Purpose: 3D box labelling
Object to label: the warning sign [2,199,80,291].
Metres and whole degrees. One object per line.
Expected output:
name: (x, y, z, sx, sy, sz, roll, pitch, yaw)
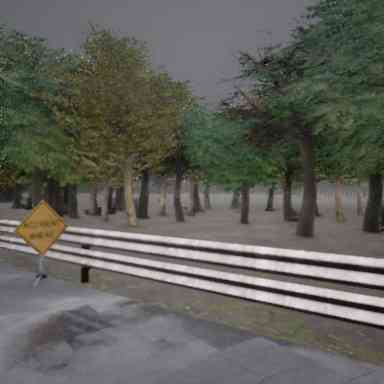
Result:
warning sign: (-3.485, 1.120, 7.731, 1.060, 1.860, 1.300, 0, 0, 37)
